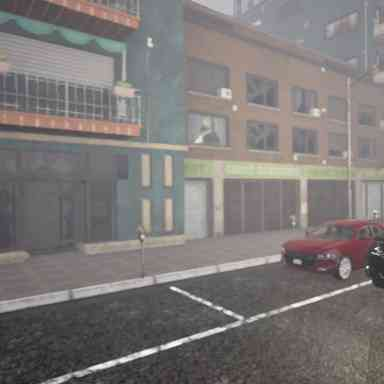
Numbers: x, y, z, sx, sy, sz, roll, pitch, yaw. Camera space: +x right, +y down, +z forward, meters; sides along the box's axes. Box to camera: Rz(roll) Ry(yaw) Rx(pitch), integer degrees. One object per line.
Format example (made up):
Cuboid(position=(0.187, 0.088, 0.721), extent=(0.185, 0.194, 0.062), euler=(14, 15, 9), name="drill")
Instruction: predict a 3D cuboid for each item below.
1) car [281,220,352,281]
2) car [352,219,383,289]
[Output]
Cuboid(position=(4.515, 1.529, 9.790), extent=(4.507, 1.381, 1.887), euler=(0, -1, -35), name="car")
Cuboid(position=(6.419, 1.205, 7.953), extent=(5.566, 2.045, 2.150), euler=(0, 0, -35), name="car")
